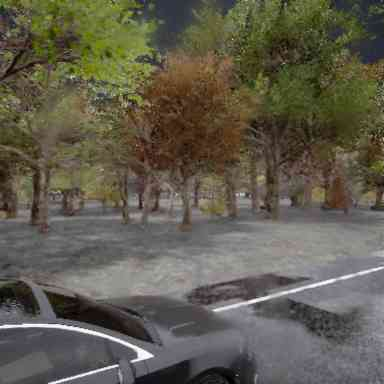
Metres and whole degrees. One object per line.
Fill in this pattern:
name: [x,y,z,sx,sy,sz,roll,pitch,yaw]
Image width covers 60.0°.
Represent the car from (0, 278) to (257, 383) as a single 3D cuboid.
car: [-1.597,1.506,2.605,4.892,1.490,1.837,0,0,-36]
